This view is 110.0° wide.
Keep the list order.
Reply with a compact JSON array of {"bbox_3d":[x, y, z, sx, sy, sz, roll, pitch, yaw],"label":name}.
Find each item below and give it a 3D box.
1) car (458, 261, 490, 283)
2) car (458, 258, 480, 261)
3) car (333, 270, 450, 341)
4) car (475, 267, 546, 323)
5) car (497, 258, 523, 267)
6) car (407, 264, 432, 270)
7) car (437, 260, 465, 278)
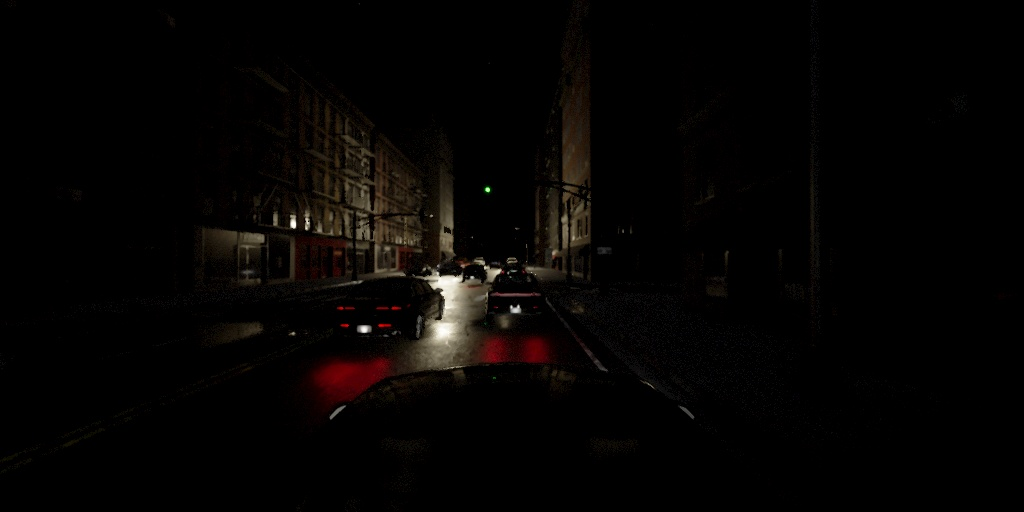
[{"bbox_3d":[-3.152,1.456,30.821,1.837,1.490,4.892,0,0,0],"label":"car"},{"bbox_3d":[-6.572,1.458,54.592,2.097,1.767,4.553,0,0,0],"label":"car"},{"bbox_3d":[-3.150,1.314,10.053,1.837,1.490,4.892,0,0,0],"label":"car"},{"bbox_3d":[0.099,1.317,12.414,2.128,1.511,4.902,0,0,0],"label":"car"},{"bbox_3d":[0.102,1.301,29.743,2.097,1.767,4.553,0,0,0],"label":"car"},{"bbox_3d":[-9.849,1.549,38.402,2.033,1.411,5.357,0,0,0],"label":"car"},{"bbox_3d":[-6.598,1.481,38.706,1.882,1.535,5.008,0,0,0],"label":"car"}]
